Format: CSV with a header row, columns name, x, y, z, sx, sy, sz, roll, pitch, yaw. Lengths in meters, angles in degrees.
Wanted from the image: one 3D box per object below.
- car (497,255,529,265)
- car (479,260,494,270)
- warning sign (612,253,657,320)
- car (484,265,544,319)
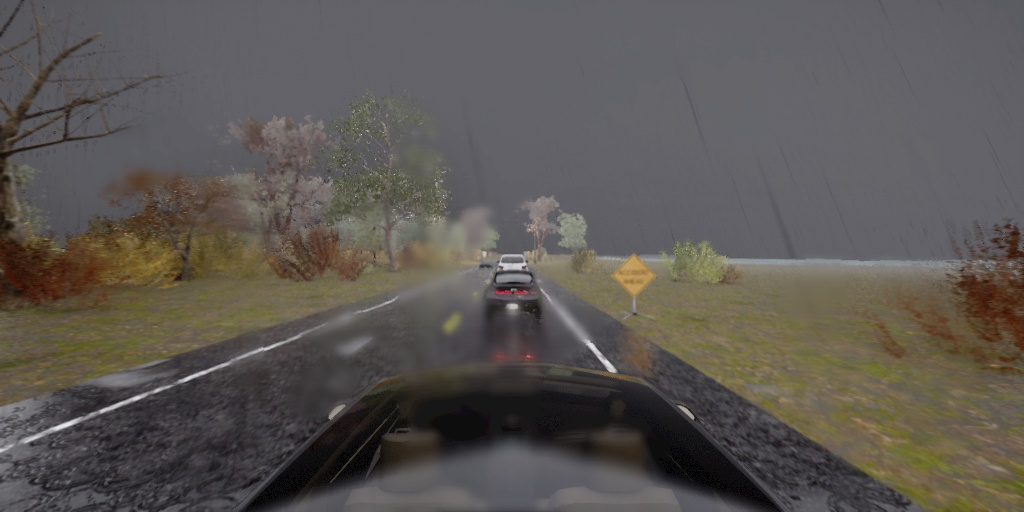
name,x,y,z,sx,sy,sz,roll,pitch,yaw
car,0.060,0.915,26.987,2.150,2.045,5.566,0,0,0
car,-3.584,1.232,50.656,1.895,1.301,4.718,0,0,0
warning sign,3.549,0.846,10.439,1.300,1.860,1.060,0,0,0
car,0.066,1.229,12.674,1.837,1.490,4.892,0,0,0
